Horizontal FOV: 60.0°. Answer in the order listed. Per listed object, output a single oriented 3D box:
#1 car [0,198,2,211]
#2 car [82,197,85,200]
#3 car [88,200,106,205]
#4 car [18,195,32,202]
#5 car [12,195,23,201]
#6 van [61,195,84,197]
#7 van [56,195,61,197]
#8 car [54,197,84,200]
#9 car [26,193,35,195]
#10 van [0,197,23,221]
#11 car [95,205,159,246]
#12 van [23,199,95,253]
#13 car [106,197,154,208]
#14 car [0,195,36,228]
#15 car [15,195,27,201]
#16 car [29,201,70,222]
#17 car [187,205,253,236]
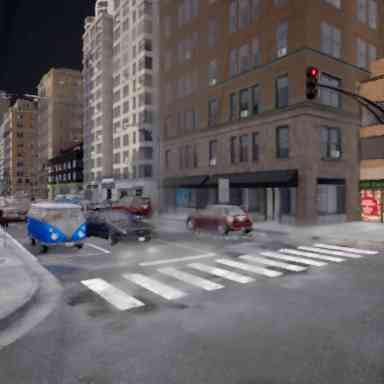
[{"bbox_3d":[-24.755,1.513,41.103,1.887,1.381,4.507,0,0,-35],"label":"car"},{"bbox_3d":[-11.377,1.521,36.830,2.008,1.369,4.403,0,0,-35],"label":"car"},{"bbox_3d":[-8.181,1.543,32.249,1.947,1.339,4.313,0,0,-35],"label":"car"},{"bbox_3d":[-36.947,1.434,73.471,2.008,1.369,4.403,0,0,-35],"label":"car"},{"bbox_3d":[-43.338,1.423,82.631,1.947,1.339,4.313,0,0,-35],"label":"car"},{"bbox_3d":[-14.574,1.304,41.410,1.690,1.788,3.998,0,0,-35],"label":"van"},{"bbox_3d":[-17.769,1.294,45.990,1.690,1.788,3.998,0,0,-35],"label":"van"},{"bbox_3d":[-13.720,1.522,35.707,2.033,1.411,5.357,0,0,-35],"label":"car"},{"bbox_3d":[-33.750,1.211,68.890,2.192,1.841,5.009,0,0,-35],"label":"car"},{"bbox_3d":[-15.165,1.334,27.358,1.690,1.788,3.998,0,0,-35],"label":"van"},{"bbox_3d":[-3.705,1.544,15.705,2.033,1.411,5.357,0,0,-39],"label":"car"},{"bbox_3d":[-5.575,1.343,13.615,1.690,1.788,3.998,0,0,-35],"label":"van"},{"bbox_3d":[-4.986,1.297,27.669,2.192,1.841,5.009,0,0,-35],"label":"car"},{"bbox_3d":[-11.969,1.312,22.778,2.192,1.841,5.009,0,0,-35],"label":"car"},{"bbox_3d":[-40.142,1.436,78.051,1.947,1.339,4.313,0,0,-35],"label":"car"},{"bbox_3d":[-11.838,1.537,27.406,2.033,1.411,5.357,0,0,-35],"label":"car"},{"bbox_3d":[1.407,1.426,18.509,1.967,1.590,4.097,0,0,-35],"label":"car"}]
